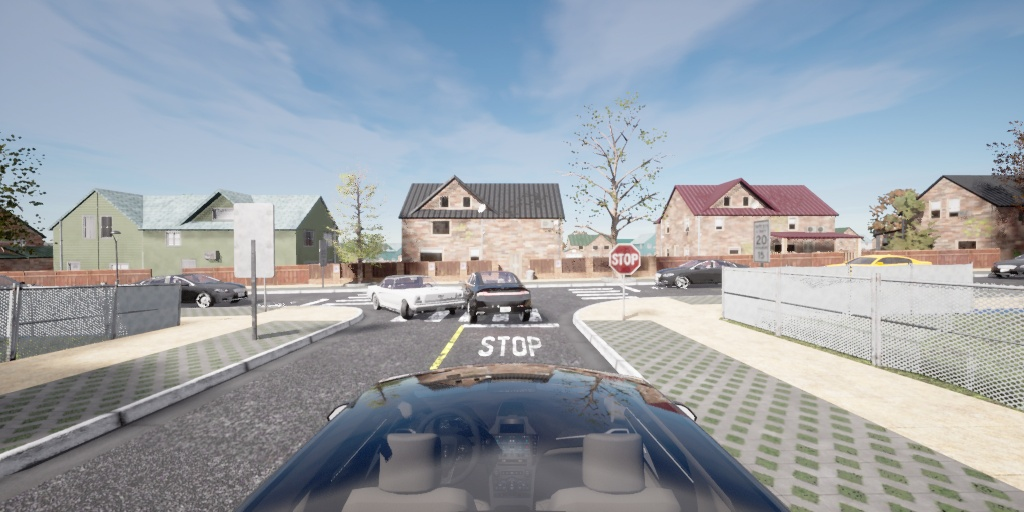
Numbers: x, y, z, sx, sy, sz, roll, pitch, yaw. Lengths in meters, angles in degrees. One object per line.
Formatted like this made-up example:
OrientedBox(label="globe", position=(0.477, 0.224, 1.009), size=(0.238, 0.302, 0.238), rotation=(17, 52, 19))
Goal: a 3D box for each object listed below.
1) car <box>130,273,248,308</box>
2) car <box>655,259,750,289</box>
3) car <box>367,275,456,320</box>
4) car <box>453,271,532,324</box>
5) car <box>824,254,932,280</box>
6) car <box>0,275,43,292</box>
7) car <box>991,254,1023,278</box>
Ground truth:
OrientedBox(label="car", position=(-14.900, 1.566, 16.474), size=(4.902, 1.511, 2.128), rotation=(-1, 1, 0))
OrientedBox(label="car", position=(10.333, 0.925, 19.524), size=(4.902, 1.511, 2.128), rotation=(-1, 1, 0))
OrientedBox(label="car", position=(-3.600, 1.367, 12.977), size=(1.895, 1.301, 4.718), rotation=(0, 0, -38))
OrientedBox(label="car", position=(-0.684, 1.242, 12.117), size=(2.128, 1.511, 4.902), rotation=(0, 0, -12))
OrientedBox(label="car", position=(19.763, 0.690, 19.560), size=(5.008, 1.535, 1.882), rotation=(-1, 1, -1))
OrientedBox(label="car", position=(-24.238, 1.648, 16.434), size=(4.553, 1.767, 2.097), rotation=(-1, 1, 0))
OrientedBox(label="car", position=(29.388, 0.477, 19.595), size=(4.902, 1.511, 2.128), rotation=(-1, 1, 0))
